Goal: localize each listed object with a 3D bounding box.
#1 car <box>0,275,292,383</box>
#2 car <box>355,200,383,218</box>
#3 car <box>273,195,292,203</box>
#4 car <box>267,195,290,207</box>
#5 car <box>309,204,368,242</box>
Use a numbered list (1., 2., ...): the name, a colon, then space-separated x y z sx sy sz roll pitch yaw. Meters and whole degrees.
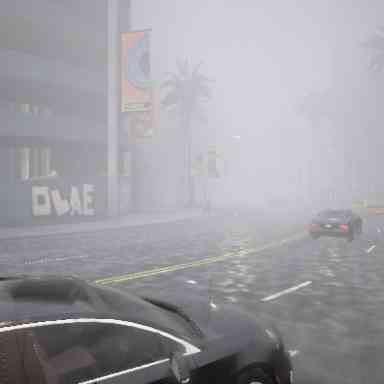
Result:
1. car: -1.234 1.502 2.701 4.892 1.490 1.837 0 0 -35
2. car: 16.032 1.462 30.231 1.882 1.535 5.008 0 0 12
3. car: 18.161 1.437 67.071 2.231 1.521 4.892 0 0 -4
4. car: 12.884 1.471 50.436 1.837 1.490 4.892 0 0 -4
5. car: 7.272 1.538 16.595 2.033 1.411 5.357 0 0 32
